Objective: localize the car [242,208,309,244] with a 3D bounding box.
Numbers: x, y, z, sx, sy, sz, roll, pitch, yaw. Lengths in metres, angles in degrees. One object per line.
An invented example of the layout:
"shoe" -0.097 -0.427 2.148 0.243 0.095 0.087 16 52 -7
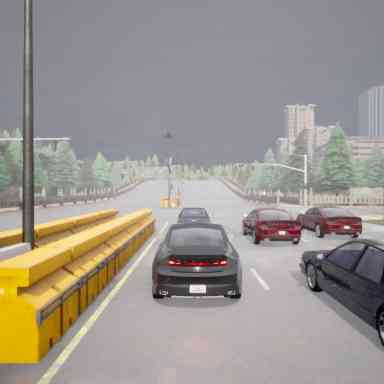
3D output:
"car" 3.589 1.477 15.709 1.882 1.535 5.008 0 0 0

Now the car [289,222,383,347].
"car" 3.591 1.547 5.883 2.033 1.411 5.357 0 0 0

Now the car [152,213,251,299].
"car" 0.097 1.505 8.439 1.837 1.490 4.892 0 0 0

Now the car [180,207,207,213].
"car" 0.087 1.547 18.170 2.033 1.411 5.357 0 0 0

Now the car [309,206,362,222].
"car" 7.087 1.477 17.697 1.882 1.535 5.008 0 0 0
